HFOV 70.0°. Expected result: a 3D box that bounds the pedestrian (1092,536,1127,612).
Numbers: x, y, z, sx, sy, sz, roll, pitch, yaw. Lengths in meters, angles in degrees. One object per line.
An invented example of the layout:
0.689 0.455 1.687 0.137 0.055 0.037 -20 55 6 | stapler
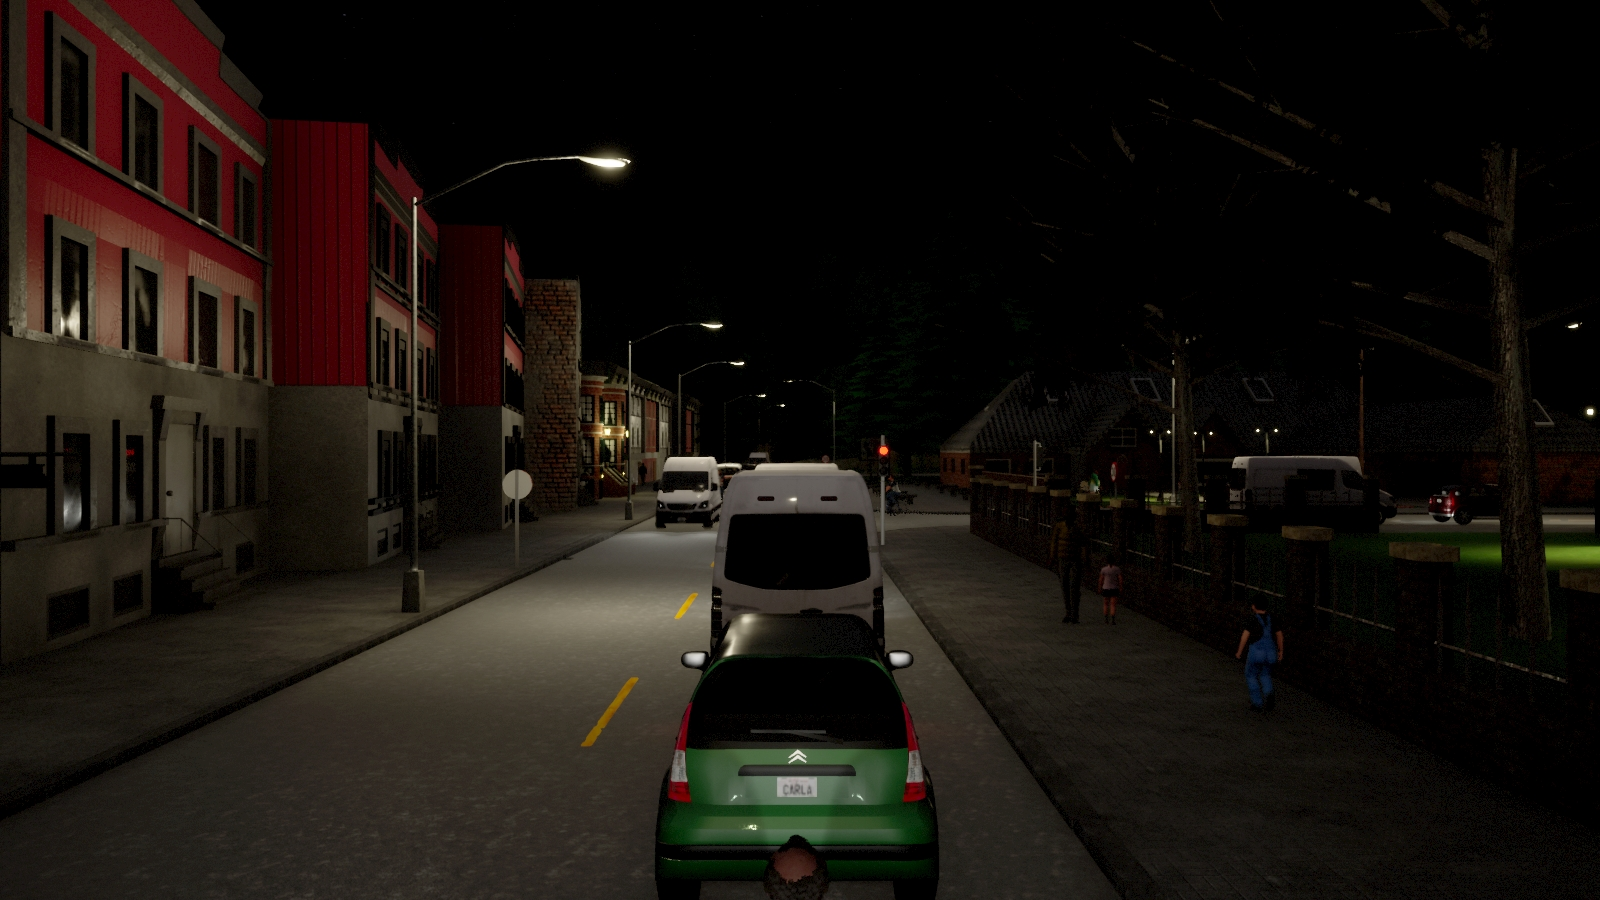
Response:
4.787 1.904 17.669 0.500 1.100 0.500 0 0 18 | pedestrian

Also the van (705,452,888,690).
-0.048 1.314 15.312 1.988 2.561 5.915 0 0 0 | van

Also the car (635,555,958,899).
-0.023 1.779 8.527 1.851 1.617 3.988 0 0 0 | car

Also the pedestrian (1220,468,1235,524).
14.330 1.525 38.296 0.375 1.860 0.375 0 0 7 | pedestrian

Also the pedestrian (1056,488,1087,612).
4.175 1.525 17.567 0.375 1.860 0.375 0 0 31 | pedestrian

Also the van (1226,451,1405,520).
19.552 1.314 43.543 5.915 2.561 1.988 0 0 1 | van

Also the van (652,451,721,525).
-4.109 1.314 42.426 1.988 2.561 5.915 0 0 0 | van

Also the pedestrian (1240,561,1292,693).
4.776 1.805 11.728 0.375 1.300 0.375 0 0 0 | pedestrian
